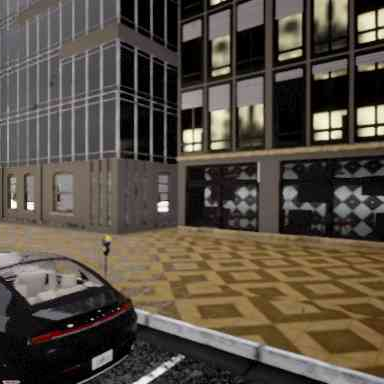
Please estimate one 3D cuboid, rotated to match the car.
[{"bbox_3d":[-2.735,1.552,4.820,4.403,1.369,2.008,0,0,35],"label":"car"}]
